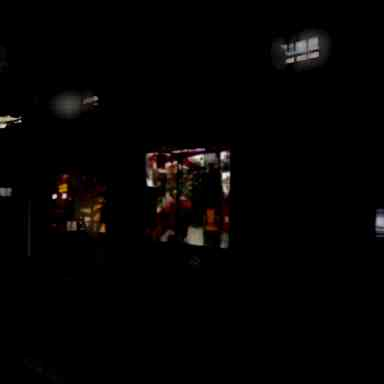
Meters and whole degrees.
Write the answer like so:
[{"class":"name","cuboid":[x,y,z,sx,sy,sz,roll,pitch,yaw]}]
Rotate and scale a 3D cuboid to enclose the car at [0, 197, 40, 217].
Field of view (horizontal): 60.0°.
[{"class":"car","cuboid":[-13.152,1.125,26.229,4.674,1.442,1.812,-1,1,-40]}]
